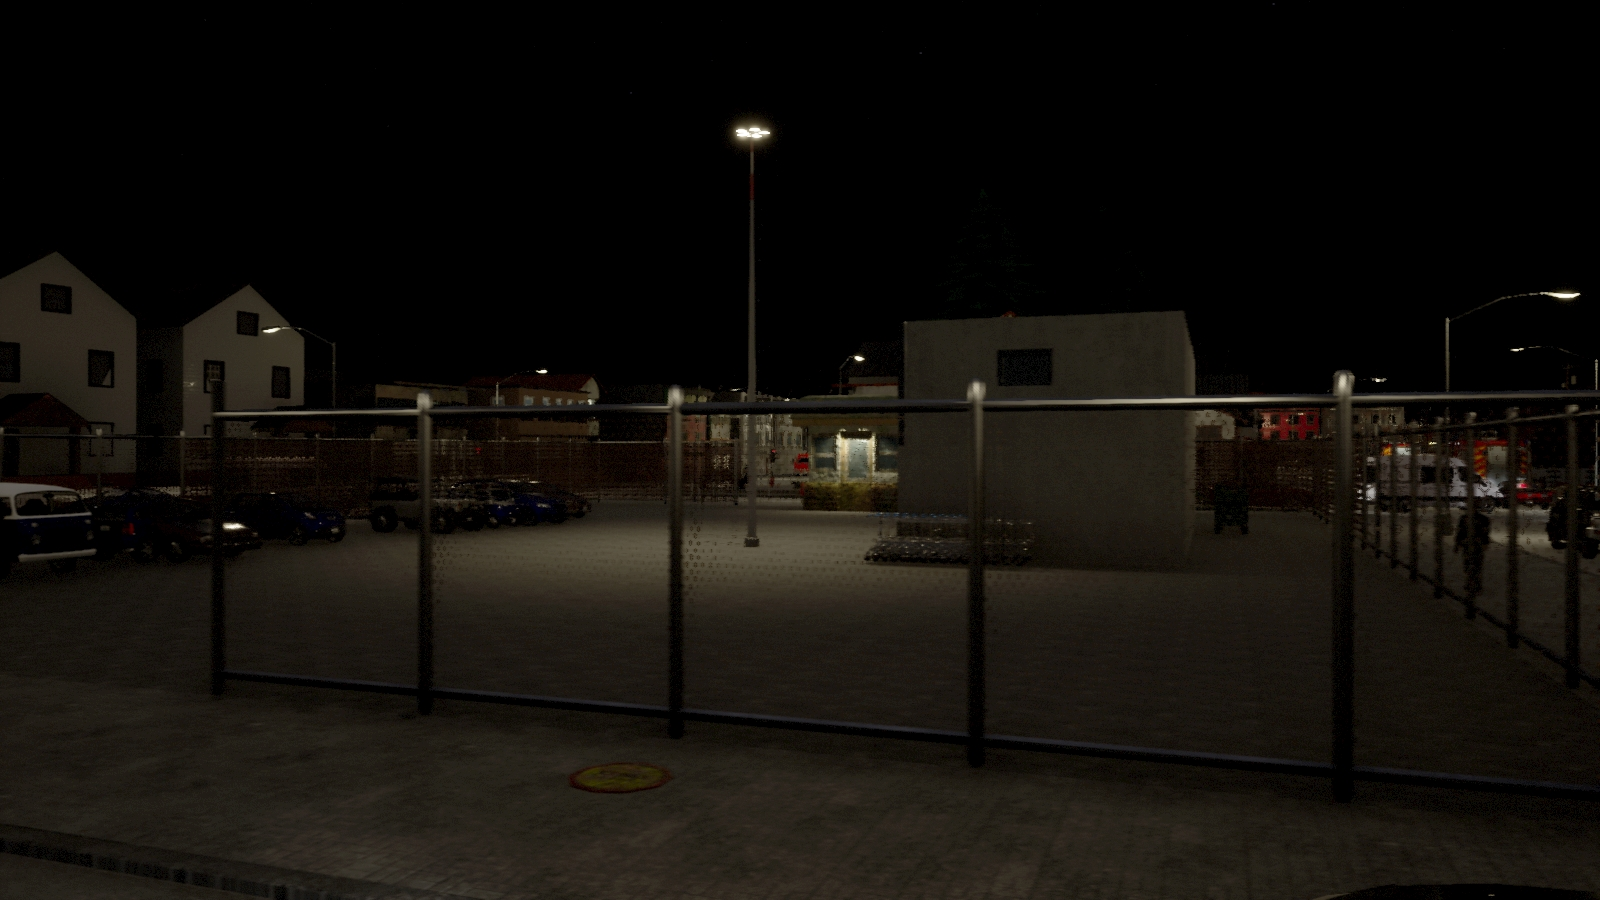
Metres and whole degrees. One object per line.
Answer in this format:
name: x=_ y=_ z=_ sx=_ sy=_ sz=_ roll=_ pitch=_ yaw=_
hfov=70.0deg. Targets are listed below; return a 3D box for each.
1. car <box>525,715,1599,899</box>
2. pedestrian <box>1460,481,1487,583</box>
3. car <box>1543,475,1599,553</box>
car: x=1.908 y=1.843 z=2.982 sx=4.792 sy=1.488 sz=2.163 roll=0 pitch=0 yaw=18
pedestrian: x=12.582 y=1.525 z=21.348 sx=0.375 sy=1.860 sz=0.375 roll=0 pitch=0 yaw=20
car: x=21.582 y=1.644 z=30.540 sx=1.932 sy=1.855 sz=4.605 roll=0 pitch=0 yaw=20
